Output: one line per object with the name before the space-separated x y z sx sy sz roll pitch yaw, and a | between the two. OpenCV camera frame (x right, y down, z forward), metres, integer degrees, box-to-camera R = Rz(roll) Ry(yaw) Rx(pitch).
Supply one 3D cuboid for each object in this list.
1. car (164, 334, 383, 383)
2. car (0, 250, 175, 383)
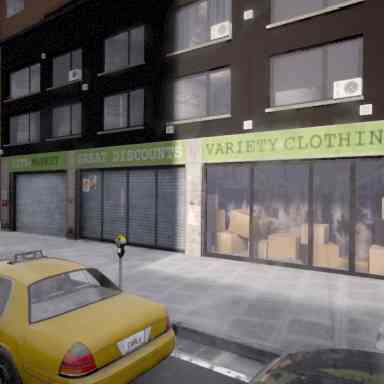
car | 2.239 1.551 1.527 4.403 1.369 2.008 0 1 35
car | -2.499 1.524 4.796 4.829 1.417 1.752 0 1 35
